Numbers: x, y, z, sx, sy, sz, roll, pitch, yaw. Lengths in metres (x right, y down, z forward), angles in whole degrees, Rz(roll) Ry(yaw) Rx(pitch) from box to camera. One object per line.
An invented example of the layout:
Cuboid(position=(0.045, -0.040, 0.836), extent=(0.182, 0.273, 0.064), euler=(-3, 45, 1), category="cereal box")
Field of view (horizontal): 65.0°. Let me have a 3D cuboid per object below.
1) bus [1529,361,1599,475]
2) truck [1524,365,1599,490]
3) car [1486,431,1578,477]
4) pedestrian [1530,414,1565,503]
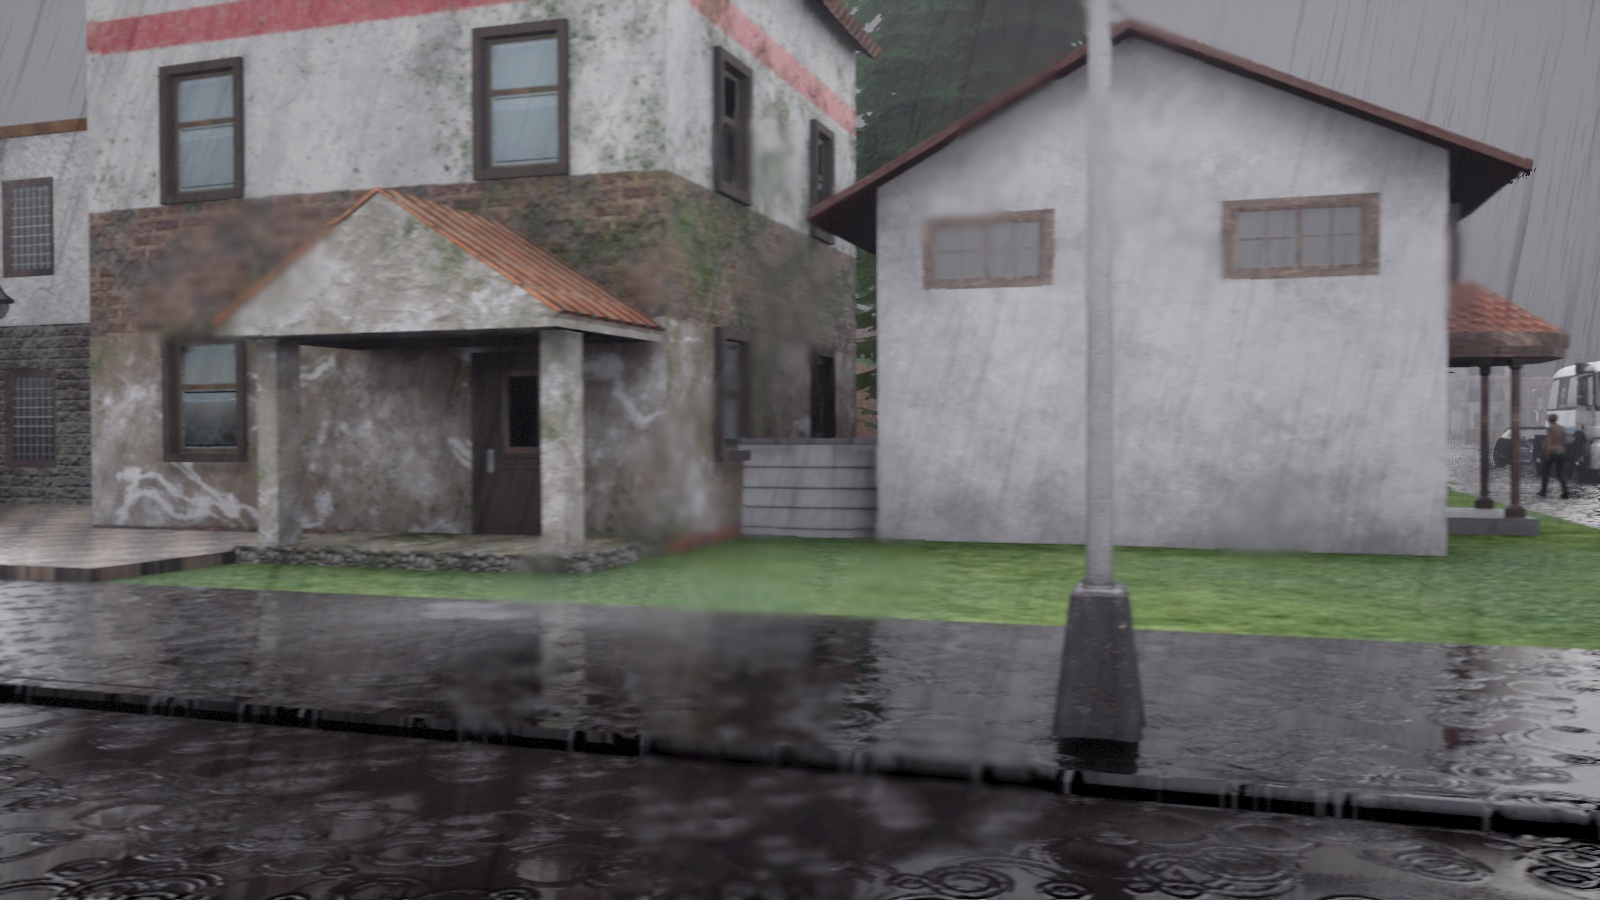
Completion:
Cuboid(position=(33.025, -1.238, 50.965), extent=(3.944, 4.253, 10.273), euler=(1, 1, 19), category="bus")
Cuboid(position=(24.479, -0.669, 38.018), extent=(2.891, 3.462, 7.936), euler=(1, 1, 18), category="truck")
Cuboid(position=(27.681, 0.101, 47.649), extent=(2.033, 1.649, 4.856), euler=(1, 1, 18), category="car")
Cuboid(position=(15.644, 0.176, 26.292), extent=(0.331, 1.846, 0.634), euler=(0, 1, 0), category="pedestrian")
